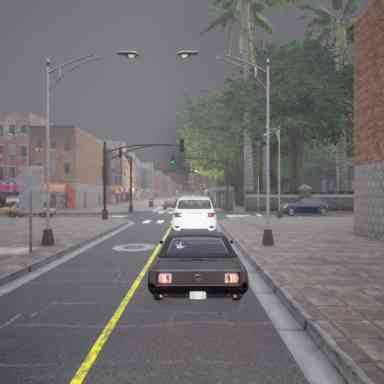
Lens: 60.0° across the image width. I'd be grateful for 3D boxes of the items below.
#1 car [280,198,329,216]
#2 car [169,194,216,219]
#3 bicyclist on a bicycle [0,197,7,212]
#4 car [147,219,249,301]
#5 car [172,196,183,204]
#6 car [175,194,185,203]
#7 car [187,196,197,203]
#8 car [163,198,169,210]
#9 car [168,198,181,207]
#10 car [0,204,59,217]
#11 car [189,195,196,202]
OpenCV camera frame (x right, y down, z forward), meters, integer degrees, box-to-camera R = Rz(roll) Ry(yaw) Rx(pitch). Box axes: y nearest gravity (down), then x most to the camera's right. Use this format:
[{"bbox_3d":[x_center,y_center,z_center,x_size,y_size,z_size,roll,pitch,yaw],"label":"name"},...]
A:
[{"bbox_3d":[10.766,1.343,32.361,4.553,1.767,2.097,0,0,-1],"label":"car"},{"bbox_3d":[0.128,1.230,18.082,2.150,2.045,5.566,0,0,0],"label":"car"},{"bbox_3d":[-20.099,1.373,35.288,0.582,1.620,1.656,0,0,0],"label":"bicyclist on a bicycle"},{"bbox_3d":[0.111,1.603,8.307,1.895,1.301,4.718,0,0,0],"label":"car"},{"bbox_3d":[-2.726,1.539,63.812,1.882,1.535,5.008,0,0,1],"label":"car"},{"bbox_3d":[-2.658,1.405,73.947,2.097,1.767,4.553,0,0,0],"label":"car"},{"bbox_3d":[0.093,1.602,74.388,2.128,1.511,4.902,0,0,0],"label":"car"},{"bbox_3d":[-2.791,1.564,44.523,1.812,1.442,4.674,0,0,0],"label":"car"},{"bbox_3d":[-2.774,1.650,53.699,1.895,1.301,4.718,0,0,0],"label":"car"},{"bbox_3d":[-14.404,1.572,29.641,4.829,1.417,1.752,0,0,0],"label":"car"},{"bbox_3d":[0.105,1.609,84.551,1.837,1.490,4.892,0,0,0],"label":"car"}]
